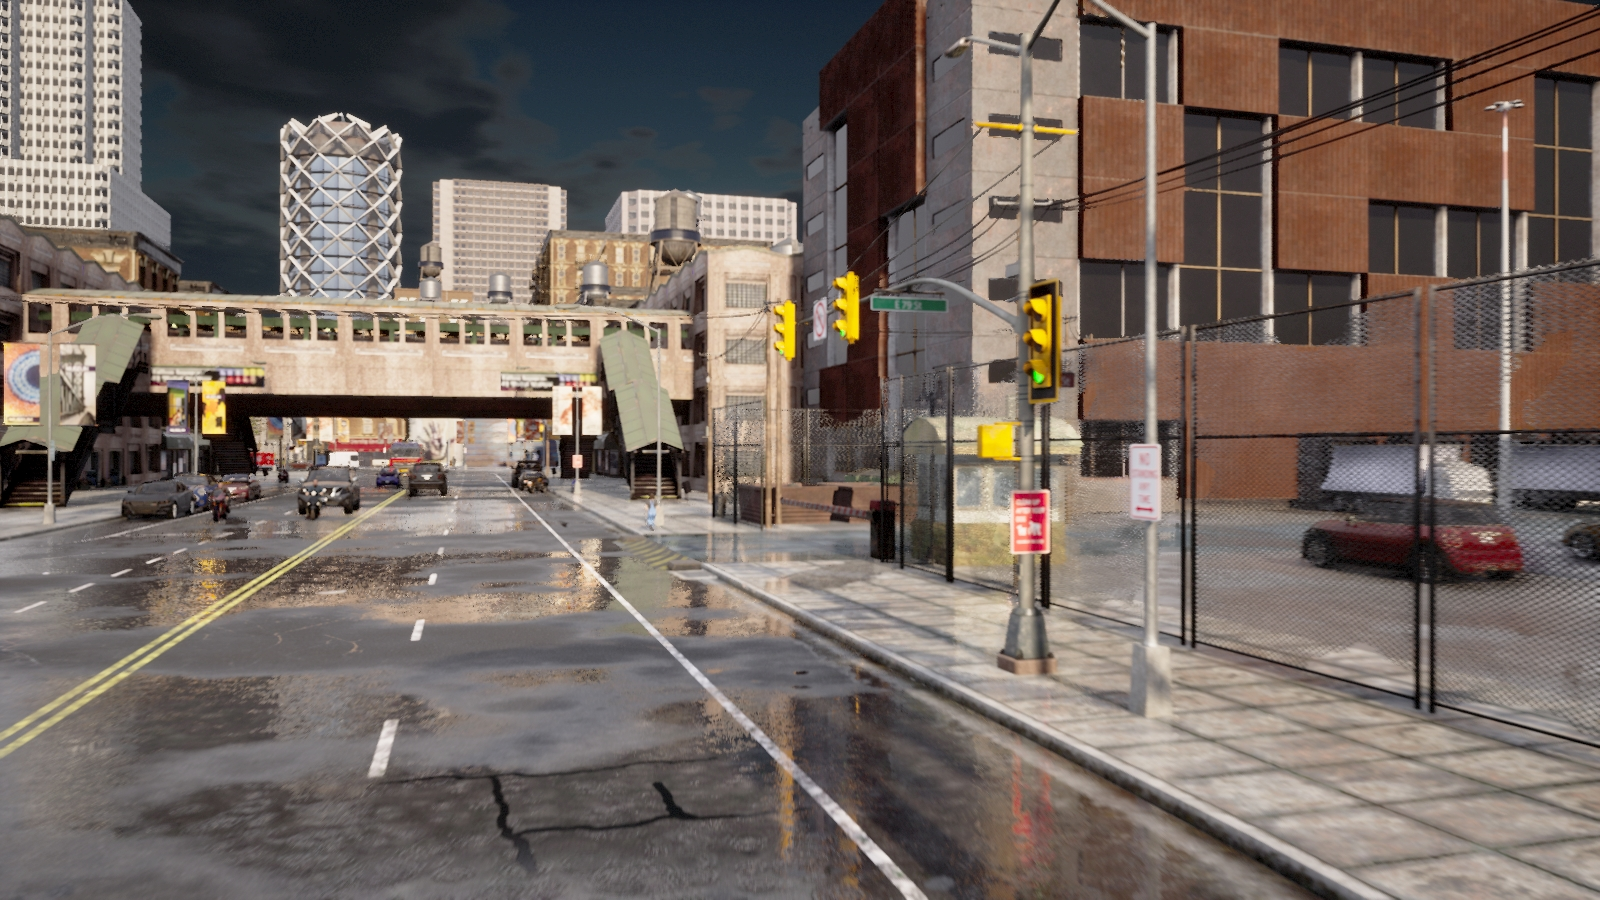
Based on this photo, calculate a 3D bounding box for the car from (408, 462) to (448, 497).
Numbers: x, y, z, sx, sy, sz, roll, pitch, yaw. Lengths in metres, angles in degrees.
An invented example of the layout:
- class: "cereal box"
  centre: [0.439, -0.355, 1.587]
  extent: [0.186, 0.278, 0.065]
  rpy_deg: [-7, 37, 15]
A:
- class: "car"
  centre: [-23.175, 1.784, 71.325]
  extent: [2.150, 2.045, 5.566]
  rpy_deg: [0, 0, -16]

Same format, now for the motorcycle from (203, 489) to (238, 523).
- class: "motorcycle"
  centre: [-23.019, 2.209, 45.420]
  extent: [0.867, 1.251, 2.209]
  rpy_deg: [0, 0, -16]

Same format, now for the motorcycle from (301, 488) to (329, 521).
- class: "motorcycle"
  centre: [-19.598, 2.185, 46.196]
  extent: [0.856, 1.236, 1.805]
  rpy_deg: [0, 0, -16]

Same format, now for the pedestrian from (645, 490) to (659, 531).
- class: "pedestrian"
  centre: [-4.836, 1.977, 37.341]
  extent: [0.375, 1.300, 0.375]
  rpy_deg: [0, 0, -19]

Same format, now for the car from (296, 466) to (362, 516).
- class: "car"
  centre: [-21.115, 1.784, 51.443]
  extent: [2.150, 2.045, 5.566]
  rpy_deg: [0, 0, -16]
